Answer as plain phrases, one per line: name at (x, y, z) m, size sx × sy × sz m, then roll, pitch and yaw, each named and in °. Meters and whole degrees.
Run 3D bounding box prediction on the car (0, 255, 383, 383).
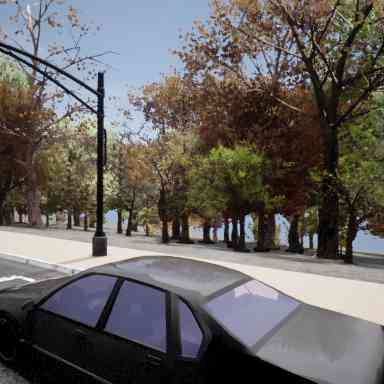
car at (-0.545, 1.547, 4.067) m, size 5.357 × 1.411 × 2.033 m, roll 0°, pitch 0°, yaw 35°
